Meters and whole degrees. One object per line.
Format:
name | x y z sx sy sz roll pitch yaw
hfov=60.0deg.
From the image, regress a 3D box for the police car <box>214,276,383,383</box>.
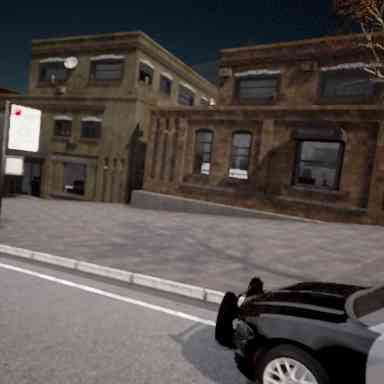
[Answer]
police car | 2.721 1.463 3.164 5.238 1.638 1.930 2 1 33
